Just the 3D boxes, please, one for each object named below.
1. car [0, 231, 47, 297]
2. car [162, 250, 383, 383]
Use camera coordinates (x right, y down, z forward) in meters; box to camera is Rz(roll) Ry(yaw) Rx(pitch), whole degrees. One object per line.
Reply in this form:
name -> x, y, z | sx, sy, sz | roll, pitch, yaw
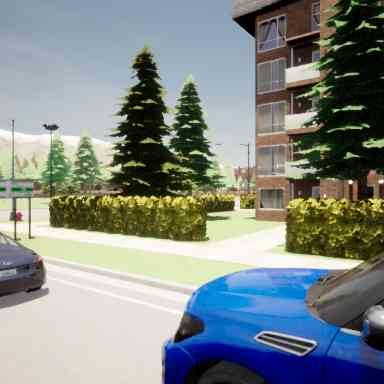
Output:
car -> -5.253, 1.564, 7.712 | 4.181, 1.385, 1.994 | 0, 0, 36
car -> 2.361, 1.221, 2.305 | 5.566, 2.045, 2.150 | 0, 0, 36
